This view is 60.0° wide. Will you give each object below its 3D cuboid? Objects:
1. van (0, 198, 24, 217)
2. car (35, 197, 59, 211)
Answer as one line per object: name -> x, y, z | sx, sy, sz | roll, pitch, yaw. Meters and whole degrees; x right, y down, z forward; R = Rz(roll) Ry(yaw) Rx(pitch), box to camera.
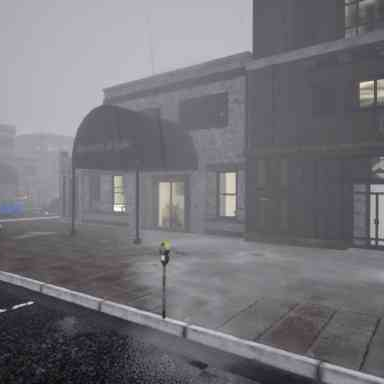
van -> -17.327, 1.415, 29.849 | 1.690, 1.788, 3.998 | 0, 0, 35
car -> -16.438, 1.413, 41.223 | 2.097, 1.767, 4.553 | 0, 0, 35
